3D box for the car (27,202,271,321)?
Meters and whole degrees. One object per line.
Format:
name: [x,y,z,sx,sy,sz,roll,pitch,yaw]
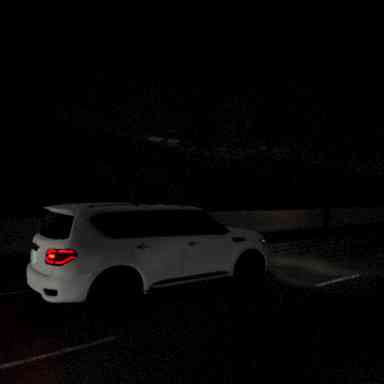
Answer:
car: [-0.659,1.255,7.577,5.566,2.045,2.150,1,0,-35]
